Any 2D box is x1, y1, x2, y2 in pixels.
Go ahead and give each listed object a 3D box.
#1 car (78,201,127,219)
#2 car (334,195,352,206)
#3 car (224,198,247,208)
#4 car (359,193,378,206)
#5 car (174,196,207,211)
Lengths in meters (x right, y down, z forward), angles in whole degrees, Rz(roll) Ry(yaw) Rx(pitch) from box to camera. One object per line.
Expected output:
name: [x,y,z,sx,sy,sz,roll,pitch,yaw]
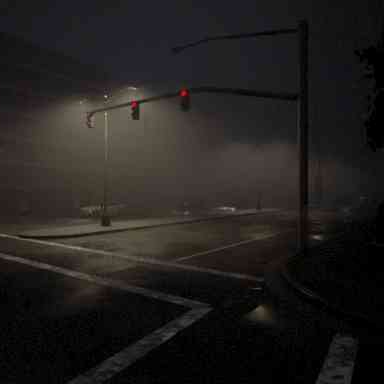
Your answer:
car: [-7.808,1.525,29.529,1.812,1.442,4.674,0,0,36]
car: [24.842,1.352,54.634,2.097,1.767,4.553,0,0,36]
car: [6.395,1.564,49.092,1.994,1.385,4.181,0,0,35]
car: [28.732,1.221,54.038,2.150,2.045,5.566,0,0,36]
car: [-0.153,1.351,40.083,2.097,1.767,4.553,0,0,36]
